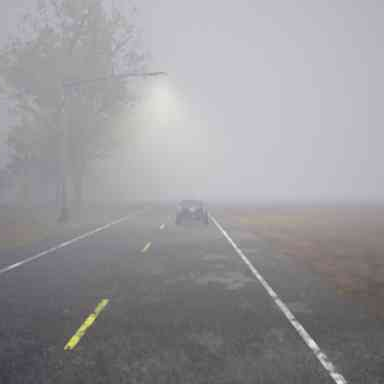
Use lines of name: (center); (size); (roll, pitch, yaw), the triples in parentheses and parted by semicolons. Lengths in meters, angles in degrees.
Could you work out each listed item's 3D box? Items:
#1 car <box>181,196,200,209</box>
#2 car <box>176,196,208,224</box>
car: (-0.199, 1.249, 40.942); (2.128, 1.511, 4.902); (0, 0, -1)
car: (-0.001, 1.209, 23.382); (2.097, 1.767, 4.553); (0, 0, 0)
